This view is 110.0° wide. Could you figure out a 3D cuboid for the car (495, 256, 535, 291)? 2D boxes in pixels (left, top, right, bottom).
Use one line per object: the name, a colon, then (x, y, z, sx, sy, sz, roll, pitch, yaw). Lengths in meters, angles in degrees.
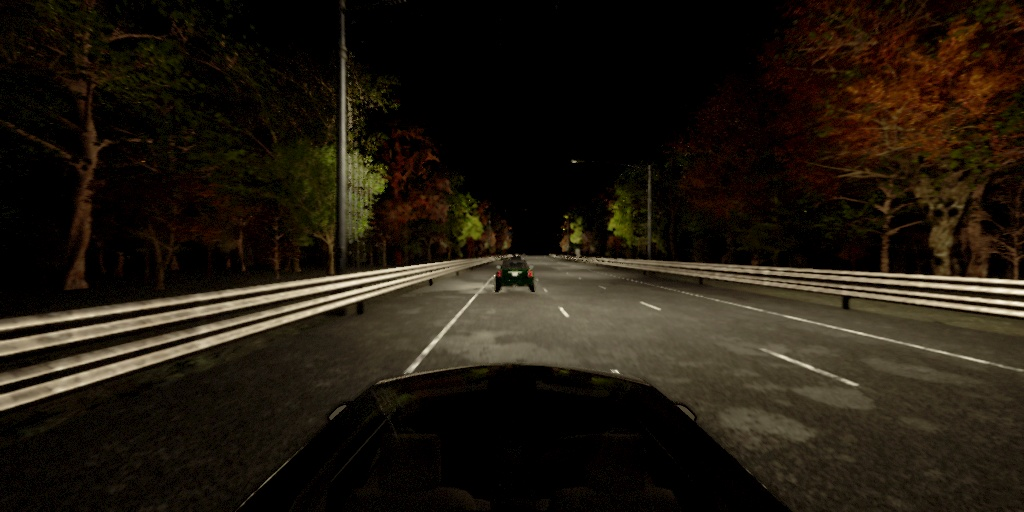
car: (0.168, 0.949, 20.503, 2.097, 1.767, 4.553, 0, 0, 0)
